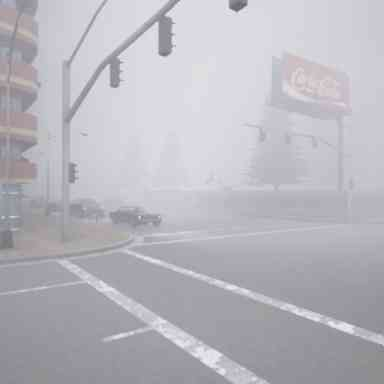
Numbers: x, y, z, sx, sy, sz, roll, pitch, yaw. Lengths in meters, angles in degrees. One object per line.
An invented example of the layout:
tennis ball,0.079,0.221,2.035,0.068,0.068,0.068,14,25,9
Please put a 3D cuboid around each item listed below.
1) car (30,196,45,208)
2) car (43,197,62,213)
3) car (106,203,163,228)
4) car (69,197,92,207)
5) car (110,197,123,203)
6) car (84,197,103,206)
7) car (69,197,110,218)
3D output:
car,-21.415,1.410,46.958,2.097,1.767,4.553,0,0,-35
car,-15.515,1.622,38.728,1.994,1.385,4.181,0,0,-36
car,-3.907,1.659,22.669,1.895,1.301,4.718,0,0,-36
car,-18.510,1.647,55.149,2.033,1.411,5.357,0,0,-36
car,-12.541,1.626,52.866,1.837,1.490,4.892,0,0,-36
car,-17.886,1.646,60.249,1.812,1.442,4.674,0,0,-37
car,-9.715,1.410,30.704,2.097,1.767,4.553,0,0,-36
